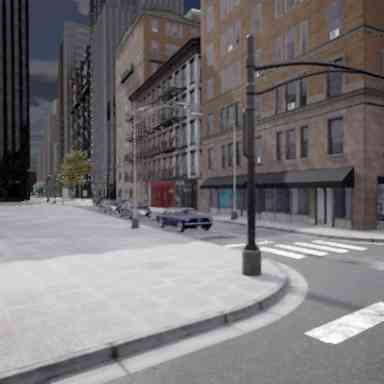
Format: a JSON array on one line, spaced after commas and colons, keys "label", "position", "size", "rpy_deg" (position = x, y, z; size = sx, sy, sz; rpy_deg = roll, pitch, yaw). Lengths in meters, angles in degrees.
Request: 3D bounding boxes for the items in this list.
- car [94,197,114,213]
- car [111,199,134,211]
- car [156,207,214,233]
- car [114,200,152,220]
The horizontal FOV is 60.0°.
[{"label": "car", "position": [-9.602, 1.608, 38.643], "size": [2.128, 1.511, 4.902], "rpy_deg": [-1, 0, -26]}, {"label": "car", "position": [-9.288, 1.680, 44.080], "size": [1.994, 1.385, 4.181], "rpy_deg": [-1, 0, -26]}, {"label": "car", "position": [-0.554, 1.624, 20.249], "size": [1.895, 1.301, 4.718], "rpy_deg": [-1, 0, -26]}, {"label": "car", "position": [-5.061, 1.559, 29.395], "size": [2.128, 1.511, 4.902], "rpy_deg": [-1, 0, -26]}]
